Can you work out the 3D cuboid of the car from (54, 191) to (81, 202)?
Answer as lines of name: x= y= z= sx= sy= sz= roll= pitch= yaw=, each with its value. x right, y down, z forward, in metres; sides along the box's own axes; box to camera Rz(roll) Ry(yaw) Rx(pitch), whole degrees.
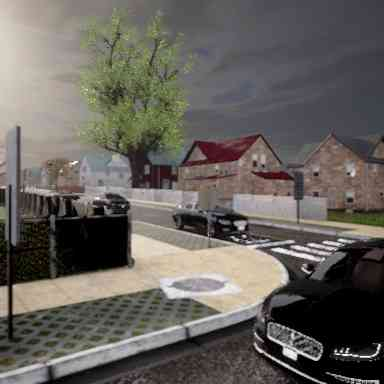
car: x=-14.217 y=0.515 z=37.875 sx=1.895 sy=1.301 sz=4.718 roll=0 pitch=2 yaw=-35

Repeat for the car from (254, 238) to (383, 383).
car: x=3.073 y=1.555 z=5.138 sx=4.892 sy=1.490 sz=1.837 roll=0 pitch=0 yaw=-36

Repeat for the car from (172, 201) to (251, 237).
car: x=0.798 y=1.197 z=16.235 sx=2.128 sy=1.511 sz=4.902 roll=0 pitch=2 yaw=-33

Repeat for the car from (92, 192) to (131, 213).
car: x=-6.551 y=0.823 z=26.874 sx=1.837 sy=1.490 sz=4.892 roll=0 pitch=1 yaw=-35
